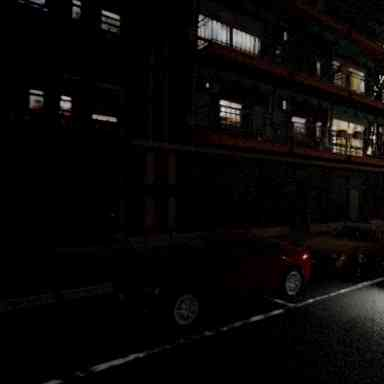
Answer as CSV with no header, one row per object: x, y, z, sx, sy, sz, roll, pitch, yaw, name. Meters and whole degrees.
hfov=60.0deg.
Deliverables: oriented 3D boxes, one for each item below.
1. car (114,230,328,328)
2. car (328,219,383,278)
0.624,1.545,6.992,4.507,1.381,1.887,0,1,-36,car
5.094,1.526,10.181,4.829,1.417,1.752,0,1,-36,car
